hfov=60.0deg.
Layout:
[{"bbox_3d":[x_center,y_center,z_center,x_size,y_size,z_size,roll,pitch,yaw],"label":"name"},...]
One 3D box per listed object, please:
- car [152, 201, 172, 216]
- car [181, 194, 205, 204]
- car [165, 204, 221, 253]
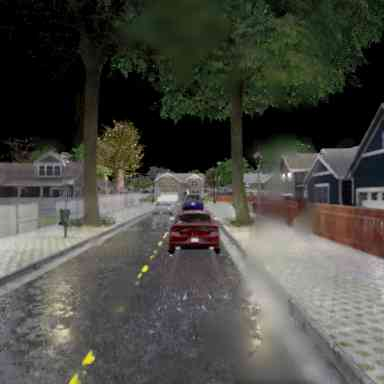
[{"bbox_3d":[-2.848,1.616,32.780,1.895,1.301,4.718,0,0,0],"label":"car"},{"bbox_3d":[0.099,1.237,34.014,2.150,2.045,5.566,0,0,0],"label":"car"},{"bbox_3d":[0.099,1.486,13.829,1.882,1.535,5.008,0,0,0],"label":"car"}]
